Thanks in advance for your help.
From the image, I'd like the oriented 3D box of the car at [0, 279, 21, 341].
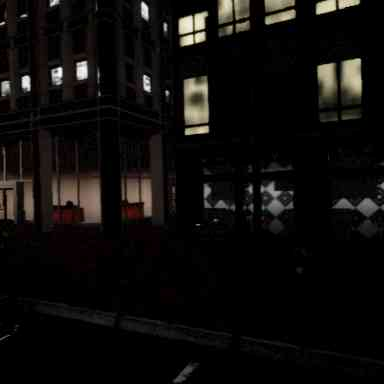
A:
[{"bbox_3d":[-4.552,1.583,5.003,4.403,1.369,2.008,-1,0,25],"label":"car"}]
